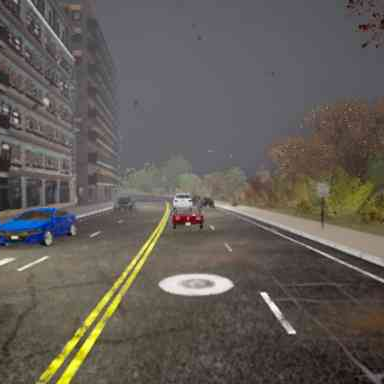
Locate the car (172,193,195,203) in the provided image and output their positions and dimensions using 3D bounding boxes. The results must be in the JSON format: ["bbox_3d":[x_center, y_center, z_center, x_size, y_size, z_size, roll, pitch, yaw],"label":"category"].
[{"bbox_3d":[-1.169,1.172,40.265,2.150,2.045,5.566,0,0,-3],"label":"car"}]

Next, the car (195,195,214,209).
[{"bbox_3d":[1.840,1.447,44.066,1.837,1.490,4.892,0,0,-4],"label":"car"}]

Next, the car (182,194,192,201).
[{"bbox_3d":[-1.259,1.359,77.486,1.882,1.535,5.008,0,0,-7],"label":"car"}]

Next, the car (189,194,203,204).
[{"bbox_3d":[0.624,1.268,59.785,2.097,1.767,4.553,0,0,-5],"label":"car"}]

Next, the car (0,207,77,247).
[{"bbox_3d":[-6.820,1.465,15.196,1.882,1.535,5.008,0,0,-1],"label":"car"}]

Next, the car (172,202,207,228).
[{"bbox_3d":[-0.302,1.577,21.757,1.895,1.301,4.718,0,0,-2],"label":"car"}]

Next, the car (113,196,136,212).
[{"bbox_3d":[-7.729,1.310,38.492,2.097,1.767,4.553,0,0,-3],"label":"car"}]
